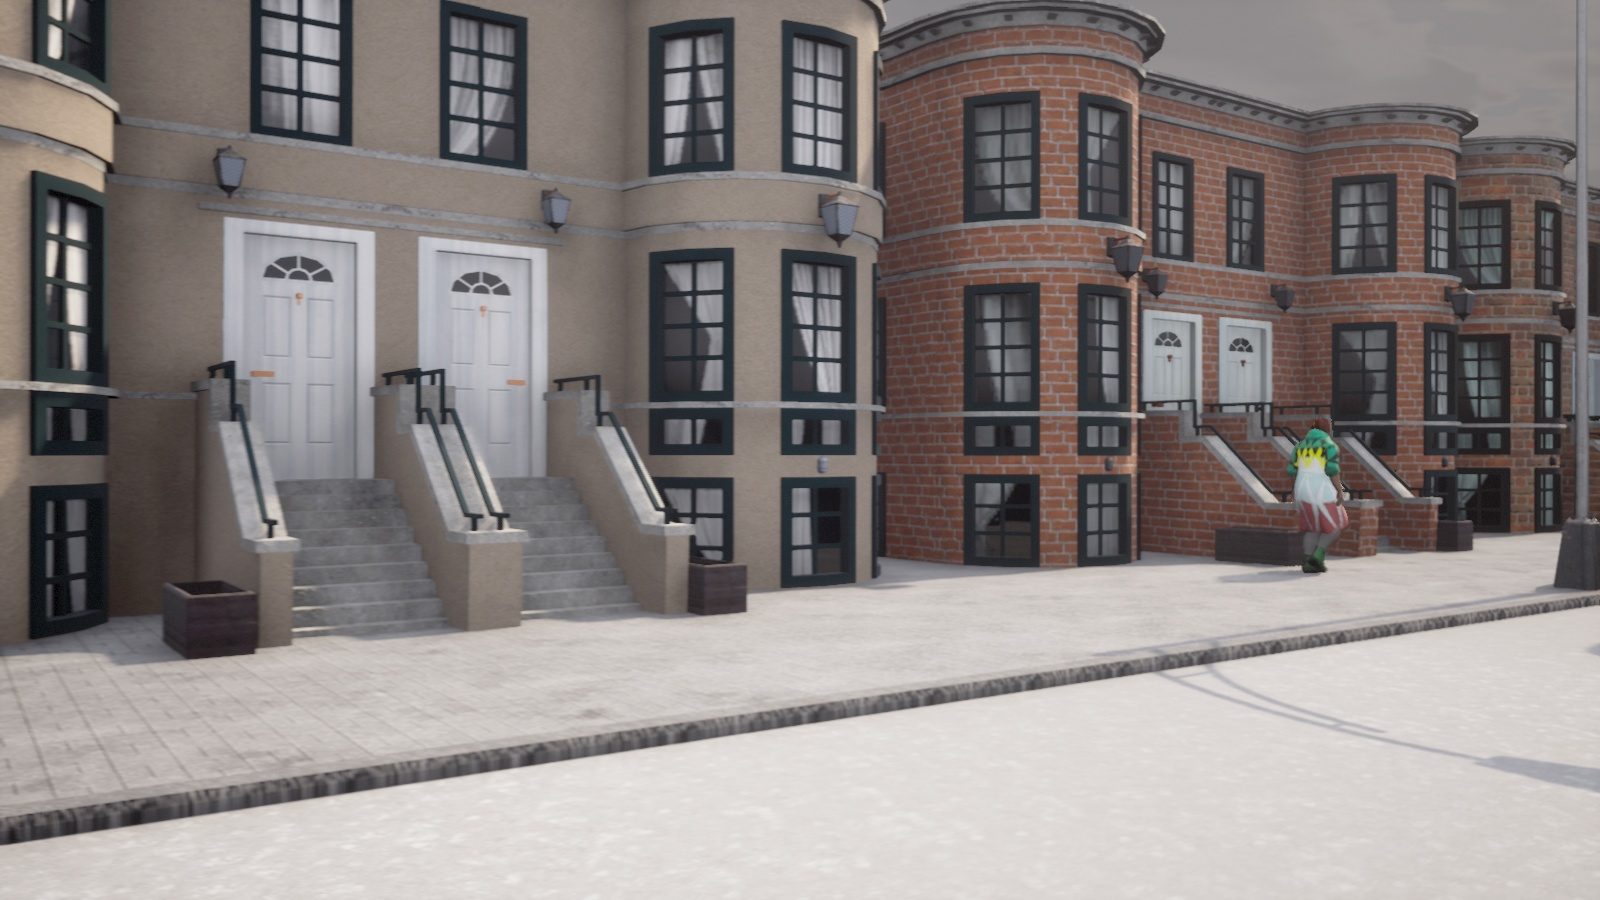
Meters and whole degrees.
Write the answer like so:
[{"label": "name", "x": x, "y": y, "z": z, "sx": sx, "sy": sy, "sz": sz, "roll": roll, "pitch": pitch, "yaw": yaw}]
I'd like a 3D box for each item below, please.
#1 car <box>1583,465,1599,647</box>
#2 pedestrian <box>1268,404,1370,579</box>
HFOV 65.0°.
[{"label": "car", "x": 8.324, "y": 0.804, "z": 10.062, "sx": 4.181, "sy": 1.385, "sz": 1.994, "roll": 0, "pitch": 0, "yaw": -35}, {"label": "pedestrian", "x": 6.013, "y": 0.465, "z": 14.556, "sx": 0.873, "sy": 1.952, "sz": 0.659, "roll": 0, "pitch": 0, "yaw": -24}]
